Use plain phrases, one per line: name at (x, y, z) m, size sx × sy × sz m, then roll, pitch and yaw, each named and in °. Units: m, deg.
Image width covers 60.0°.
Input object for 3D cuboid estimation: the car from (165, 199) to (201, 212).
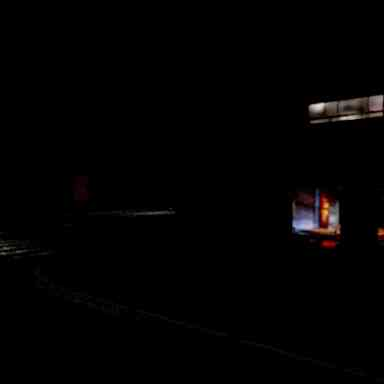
car at (-1.033, 1.501, 38.169) m, size 1.895 × 1.301 × 4.718 m, roll 1°, pitch 1°, yaw 36°
